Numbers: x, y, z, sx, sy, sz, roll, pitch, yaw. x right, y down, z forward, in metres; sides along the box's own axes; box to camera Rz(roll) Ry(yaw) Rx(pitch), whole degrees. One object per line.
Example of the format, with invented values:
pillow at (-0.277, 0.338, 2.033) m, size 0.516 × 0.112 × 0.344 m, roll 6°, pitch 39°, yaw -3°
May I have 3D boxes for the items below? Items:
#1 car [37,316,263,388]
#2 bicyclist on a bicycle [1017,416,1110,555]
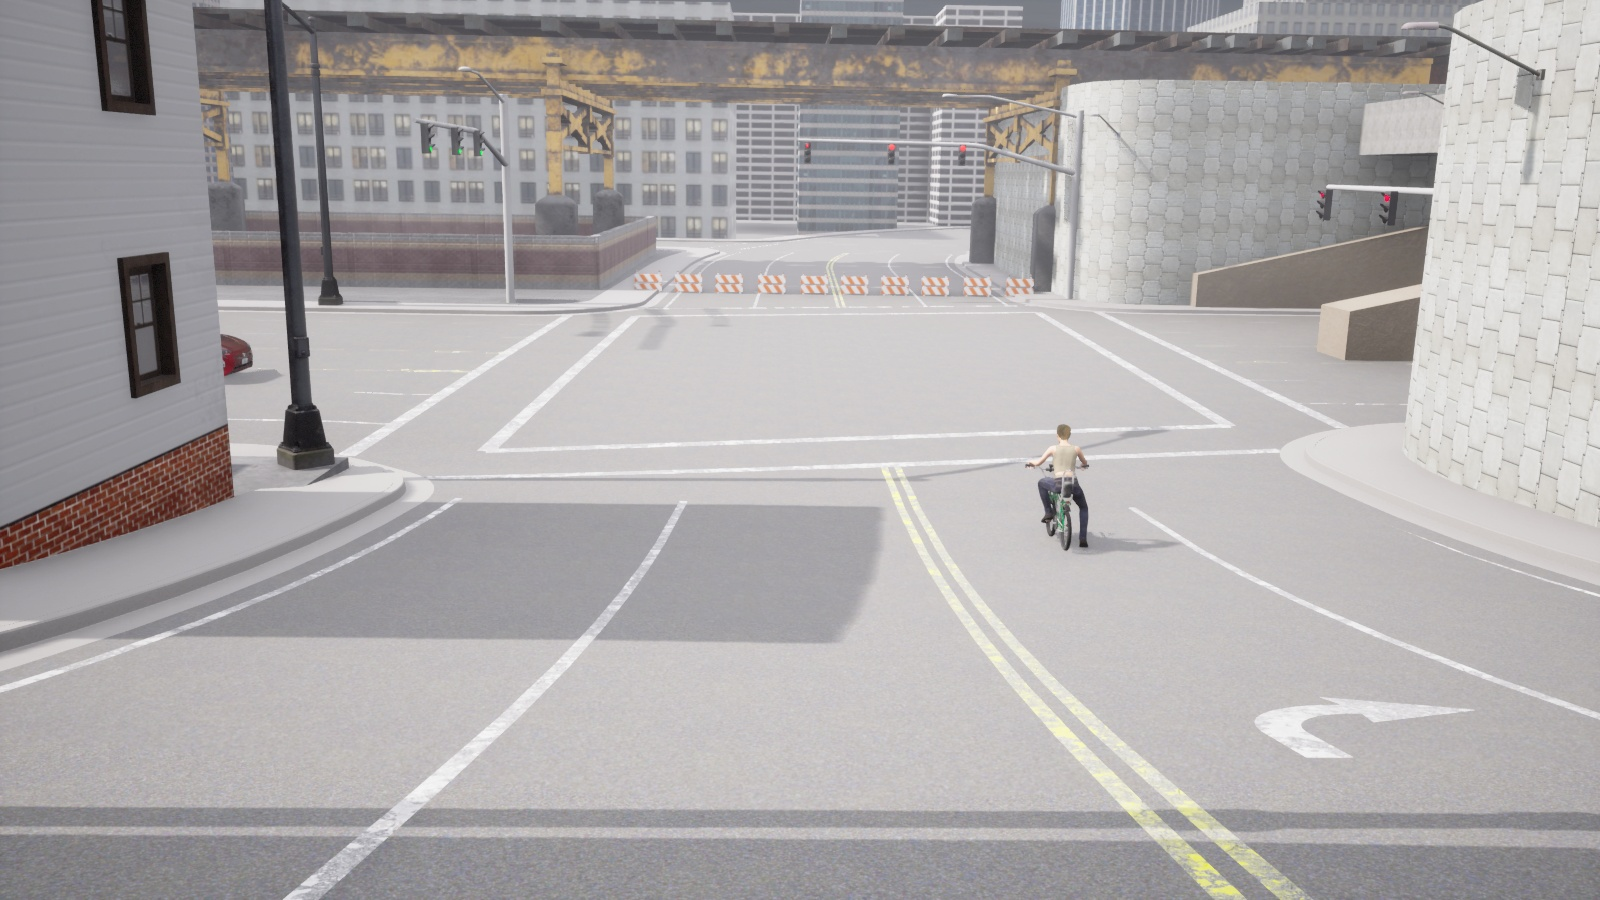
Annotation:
car at (-16.281, -2.487, 31.647) m, size 4.514 × 1.525 × 2.007 m, roll 0°, pitch 12°, yaw 0°
bicyclist on a bicycle at (3.454, 0.432, 16.596) m, size 0.866 × 1.612 × 1.509 m, roll 0°, pitch 7°, yaw 0°
